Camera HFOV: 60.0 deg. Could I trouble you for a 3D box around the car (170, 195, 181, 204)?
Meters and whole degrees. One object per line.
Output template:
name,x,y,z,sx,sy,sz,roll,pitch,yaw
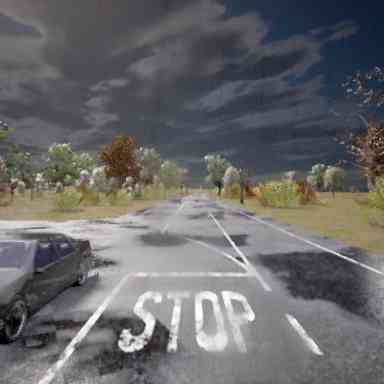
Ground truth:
car,-3.307,1.363,66.128,2.097,1.767,4.553,0,0,0

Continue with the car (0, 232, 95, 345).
car,-3.509,1.558,6.657,2.033,1.411,5.357,0,0,0
